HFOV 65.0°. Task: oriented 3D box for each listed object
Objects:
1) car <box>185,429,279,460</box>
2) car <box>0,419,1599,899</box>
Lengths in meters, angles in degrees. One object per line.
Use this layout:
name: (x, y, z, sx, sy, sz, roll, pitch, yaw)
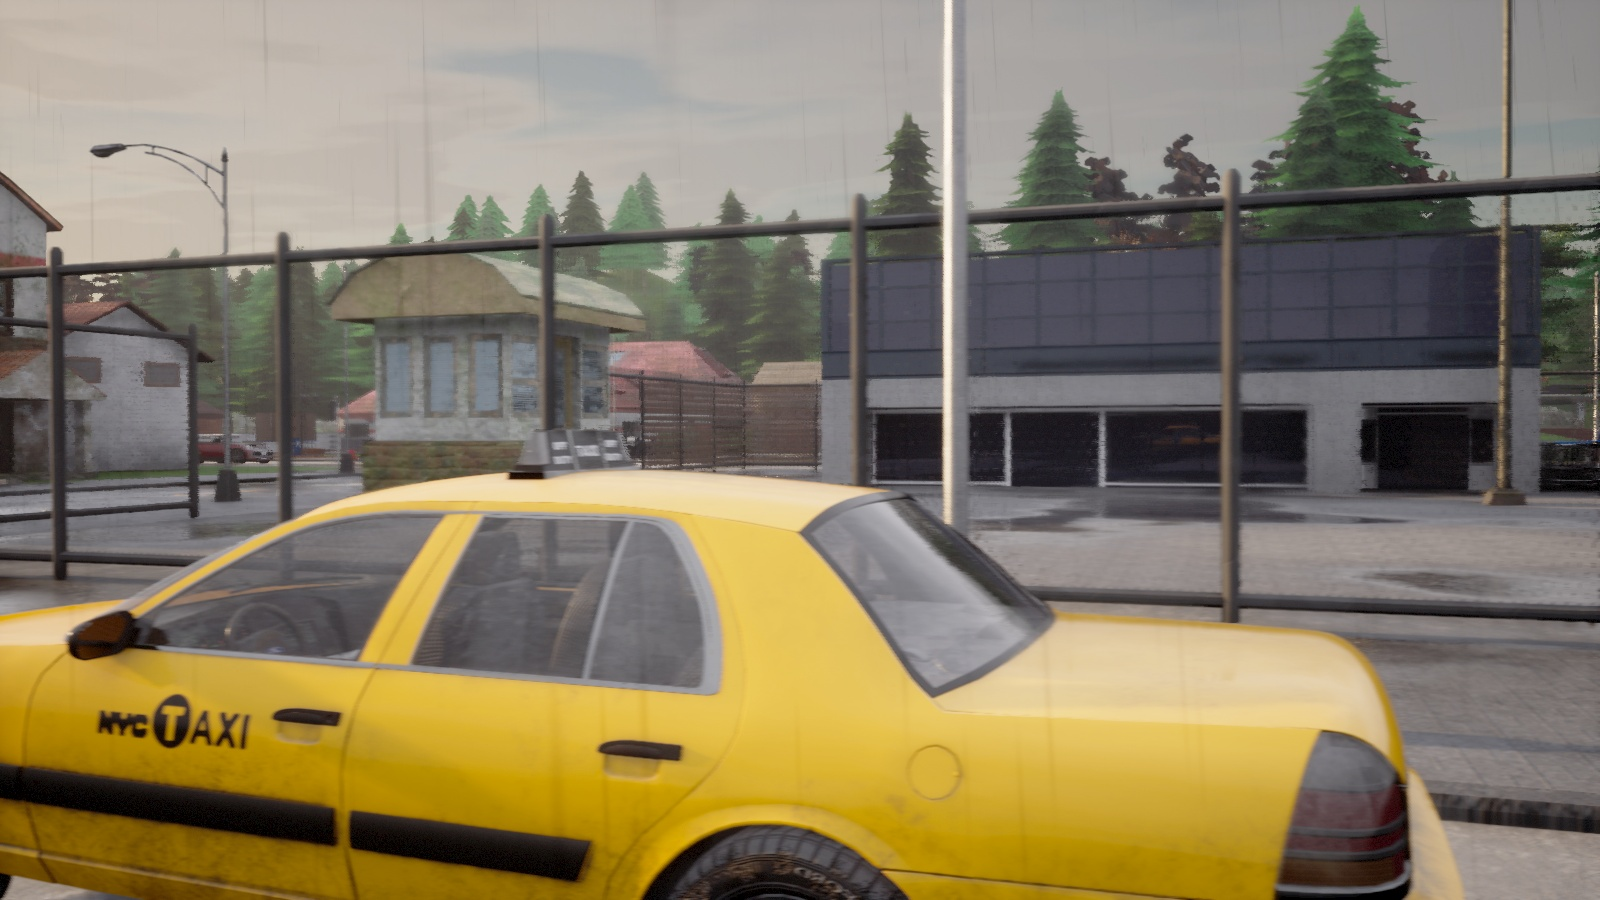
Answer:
car: (-27.468, -0.284, 60.758, 3.806, 1.475, 1.970, 1, 1, 18)
car: (-0.824, 0.699, 3.929, 5.366, 1.575, 1.801, 1, 1, 21)
